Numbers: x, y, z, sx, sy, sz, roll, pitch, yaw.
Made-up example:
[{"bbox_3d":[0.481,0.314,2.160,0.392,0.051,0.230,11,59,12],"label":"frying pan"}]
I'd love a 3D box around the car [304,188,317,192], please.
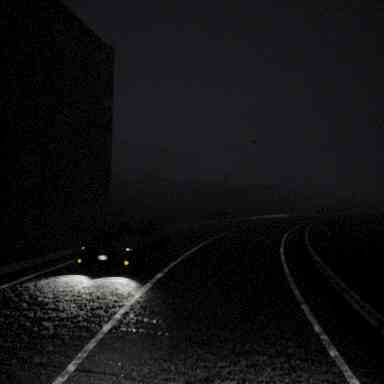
[{"bbox_3d":[27.671,-0.301,81.447,4.892,1.521,2.231,4,-6,-37],"label":"car"}]

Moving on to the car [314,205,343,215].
[{"bbox_3d":[19.085,2.497,46.461,4.718,1.301,1.895,1,-4,-39],"label":"car"}]

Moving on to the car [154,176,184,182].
[{"bbox_3d":[-4.492,-2.165,59.869,4.892,1.521,2.231,3,-5,-30],"label":"car"}]

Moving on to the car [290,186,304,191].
[{"bbox_3d":[23.375,-0.550,78.149,4.674,1.452,2.002,4,-6,-36],"label":"car"}]

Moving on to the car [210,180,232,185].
[{"bbox_3d":[5.002,-1.653,65.536,4.674,1.452,2.002,3,-5,-31],"label":"car"}]

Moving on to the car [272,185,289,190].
[{"bbox_3d":[18.931,-0.844,74.889,4.792,1.488,2.163,3,-6,-35],"label":"car"}]

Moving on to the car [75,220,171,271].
[{"bbox_3d":[-2.092,1.666,11.233,1.994,1.385,4.181,-1,-1,12],"label":"car"}]

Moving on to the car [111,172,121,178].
[{"bbox_3d":[-13.938,-2.708,54.374,4.553,1.767,2.185,3,-5,-30],"label":"car"}]

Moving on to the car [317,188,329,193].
[{"bbox_3d":[32.059,-0.102,84.981,4.553,1.767,2.185,4,-6,-39],"label":"car"}]

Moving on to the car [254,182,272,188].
[{"bbox_3d":[14.255,-1.286,71.606,4.553,1.767,2.185,3,-6,-34],"label":"car"}]

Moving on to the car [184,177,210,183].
[{"bbox_3d":[0.269,-1.942,62.653,4.892,1.521,2.231,3,-5,-30],"label":"car"}]

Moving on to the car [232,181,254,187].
[{"bbox_3d":[9.671,-1.430,68.525,5.008,1.535,2.097,3,-5,-33],"label":"car"}]
